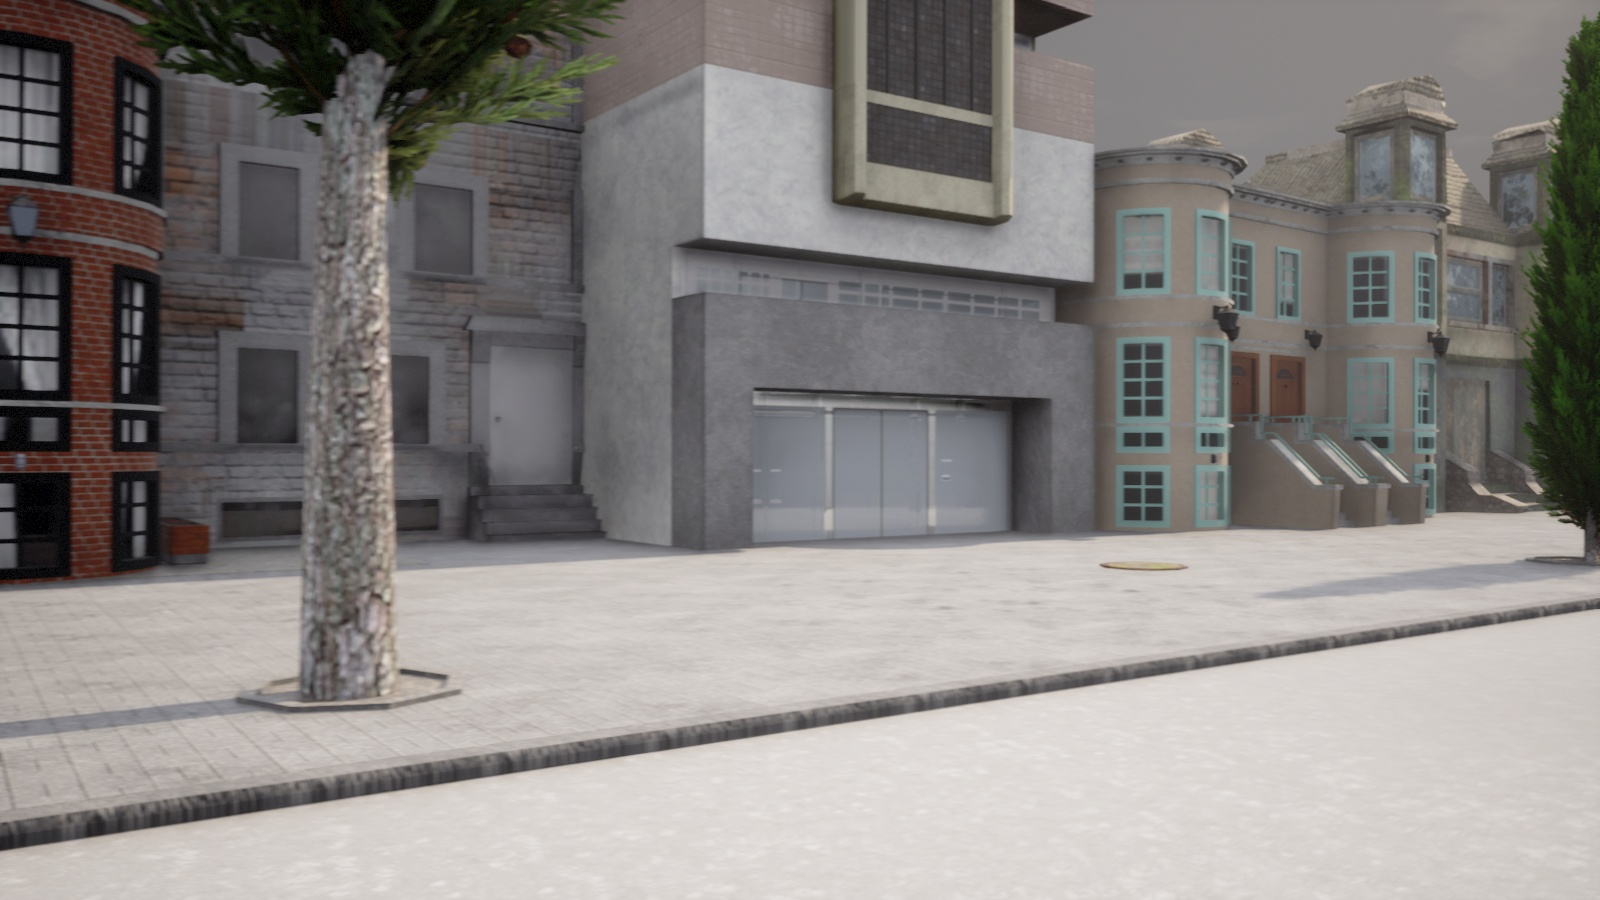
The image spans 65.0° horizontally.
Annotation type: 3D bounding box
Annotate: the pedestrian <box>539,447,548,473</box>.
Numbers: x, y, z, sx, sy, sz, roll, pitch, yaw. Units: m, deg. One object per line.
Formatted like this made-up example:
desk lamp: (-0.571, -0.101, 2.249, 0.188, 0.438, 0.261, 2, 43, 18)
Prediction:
pedestrian: (-19.228, 0.723, 94.075, 0.396, 1.930, 0.692, 0, 0, -32)
